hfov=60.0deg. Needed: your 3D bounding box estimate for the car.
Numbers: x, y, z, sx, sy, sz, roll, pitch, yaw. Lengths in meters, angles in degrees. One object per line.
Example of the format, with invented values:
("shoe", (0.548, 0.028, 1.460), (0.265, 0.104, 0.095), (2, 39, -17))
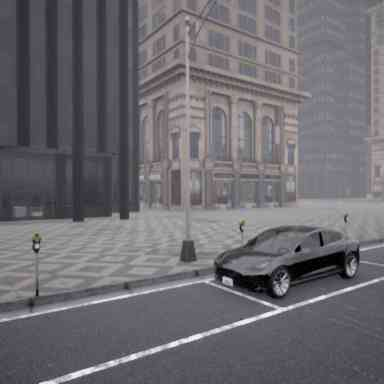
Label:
("car", (2.546, 1.559, 8.452), (4.313, 1.339, 1.947), (0, 0, -35))
